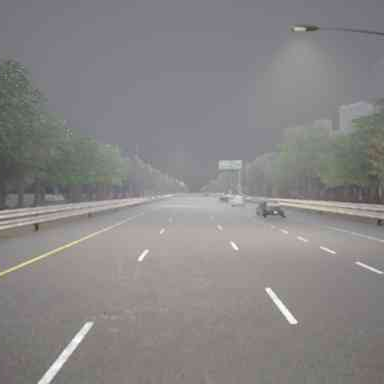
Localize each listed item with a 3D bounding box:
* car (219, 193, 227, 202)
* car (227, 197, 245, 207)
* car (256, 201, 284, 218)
[{"bbox_3d":[7.370,1.522,77.722,1.882,1.535,5.008,0,0,1],"label":"car"},{"bbox_3d":[7.182,1.570,53.046,1.812,1.442,4.674,0,0,0],"label":"car"},{"bbox_3d":[7.066,1.552,30.269,1.812,1.442,4.674,0,0,0],"label":"car"}]
